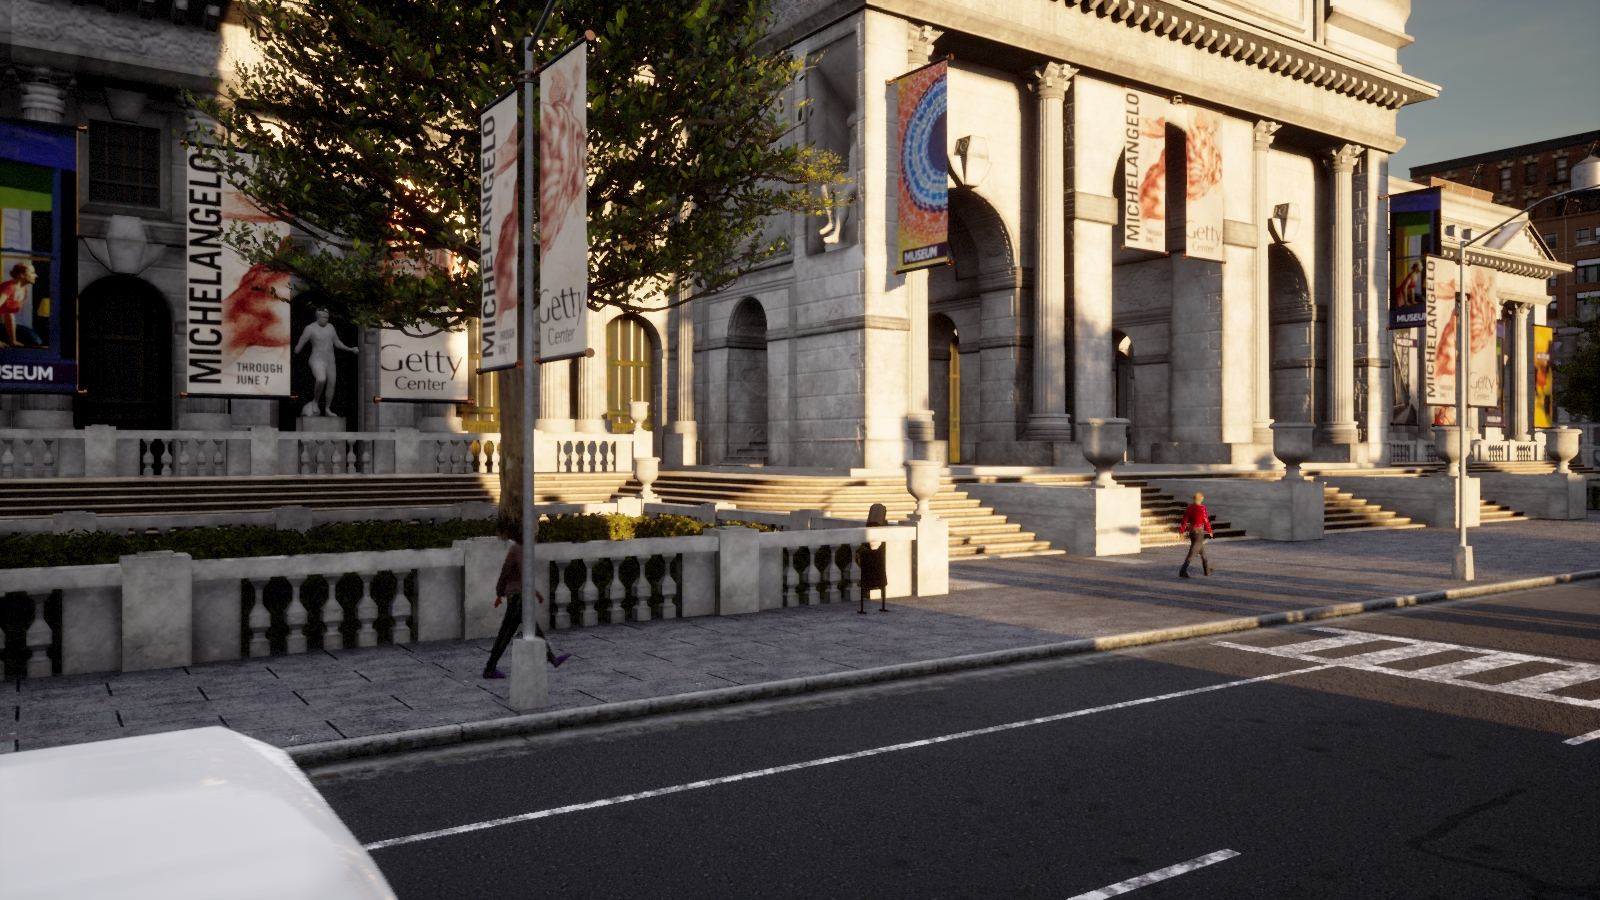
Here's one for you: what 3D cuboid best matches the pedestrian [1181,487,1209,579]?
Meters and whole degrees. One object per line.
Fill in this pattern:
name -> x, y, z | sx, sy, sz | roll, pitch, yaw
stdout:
pedestrian -> 8.111, 1.696, 23.460 | 0.375, 1.860, 0.375 | 0, 0, -31

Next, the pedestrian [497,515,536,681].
pedestrian -> -3.286, 1.696, 13.225 | 0.375, 1.860, 0.375 | 0, 0, -24

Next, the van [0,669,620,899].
van -> -2.792, 1.782, 1.862 | 4.480, 2.038, 2.069 | 0, 0, -34
